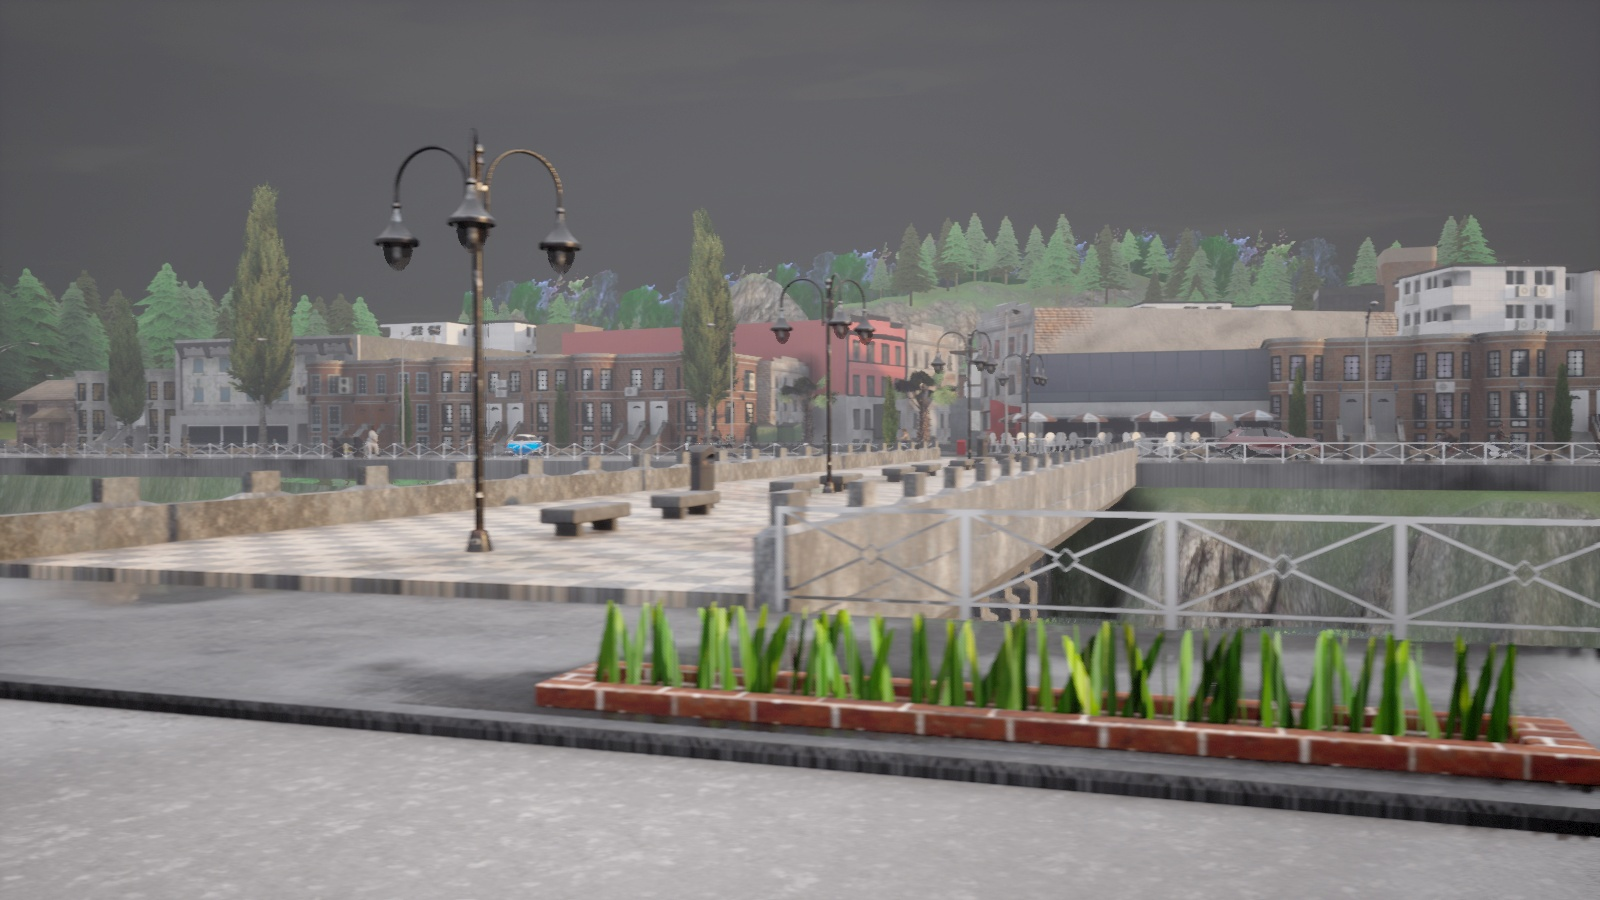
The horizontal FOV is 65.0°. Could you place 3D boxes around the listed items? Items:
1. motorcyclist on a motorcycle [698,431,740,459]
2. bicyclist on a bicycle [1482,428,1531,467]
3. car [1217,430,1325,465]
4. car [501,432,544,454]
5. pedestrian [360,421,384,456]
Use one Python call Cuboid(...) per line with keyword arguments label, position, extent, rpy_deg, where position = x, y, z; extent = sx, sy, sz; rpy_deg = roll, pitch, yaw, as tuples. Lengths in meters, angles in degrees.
Cuboid(label="motorcyclist on a motorcycle", position=(-4.513, -0.281, 70.307), extent=(2.191, 1.530, 0.866), rpy_deg=(1, 1, 19))
Cuboid(label="bicyclist on a bicycle", position=(32.544, -0.107, 57.849), extent=(1.843, 1.776, 0.659), rpy_deg=(0, 1, 19))
Cuboid(label="car", position=(22.843, -0.136, 61.111), extent=(4.856, 1.649, 2.033), rpy_deg=(1, 1, 19))
Cuboid(label="car", position=(-17.427, -0.447, 78.866), extent=(2.207, 1.376, 1.481), rpy_deg=(1, 1, 19))
Cuboid(label="pedestrian", position=(-23.159, -0.640, 68.010), extent=(0.900, 1.855, 0.874), rpy_deg=(0, 1, 17))
